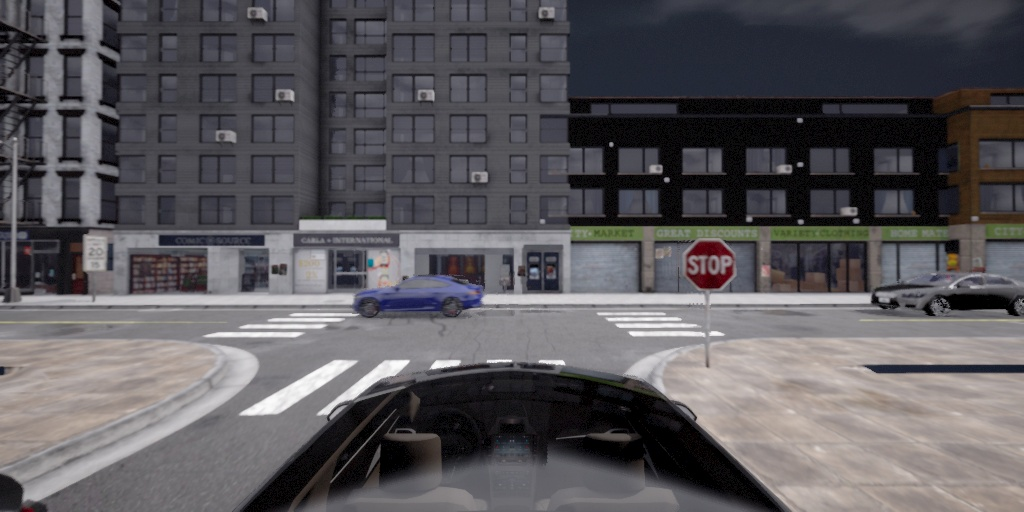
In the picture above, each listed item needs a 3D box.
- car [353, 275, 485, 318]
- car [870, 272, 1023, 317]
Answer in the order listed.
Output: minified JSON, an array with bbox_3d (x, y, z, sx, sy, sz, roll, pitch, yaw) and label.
[{"bbox_3d":[-3.339,1.425,13.139,4.674,1.442,1.812,0,-1,0],"label":"car"},{"bbox_3d":[16.083,1.352,13.136,4.902,1.511,2.128,0,-1,0],"label":"car"}]
